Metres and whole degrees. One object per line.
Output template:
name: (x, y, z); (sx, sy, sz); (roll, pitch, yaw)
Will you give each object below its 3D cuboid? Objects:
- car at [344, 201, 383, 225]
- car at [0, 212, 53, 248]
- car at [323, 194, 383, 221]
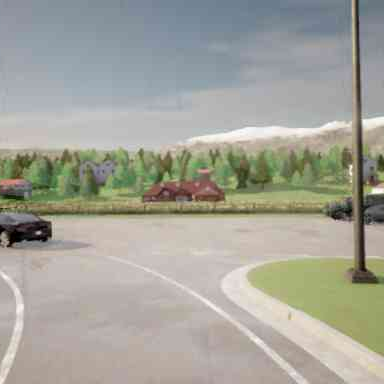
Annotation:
car: (13.197, 1.532, 22.937); (4.181, 1.385, 1.994); (-1, 0, 9)
car: (-8.896, 1.718, 16.276); (5.008, 1.535, 1.882); (-1, -1, 35)
car: (13.446, 1.210, 26.443); (5.566, 2.045, 2.150); (-1, 0, 9)
